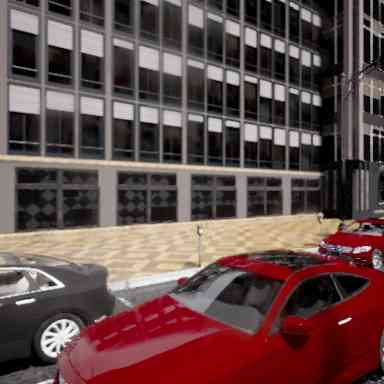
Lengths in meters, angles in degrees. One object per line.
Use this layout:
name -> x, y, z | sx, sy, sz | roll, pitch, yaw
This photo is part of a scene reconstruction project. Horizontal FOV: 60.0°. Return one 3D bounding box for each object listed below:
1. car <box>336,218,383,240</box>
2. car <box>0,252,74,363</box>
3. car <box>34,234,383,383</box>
car -> 5.825, 1.533, 10.710 | 4.206, 1.307, 1.802 | 0, 0, -36
car -> -3.194, 1.552, 4.275 | 4.403, 1.369, 2.008 | 0, 0, -36
car -> 0.857, 1.513, 3.988 | 4.674, 1.442, 1.812 | 0, 0, -36
